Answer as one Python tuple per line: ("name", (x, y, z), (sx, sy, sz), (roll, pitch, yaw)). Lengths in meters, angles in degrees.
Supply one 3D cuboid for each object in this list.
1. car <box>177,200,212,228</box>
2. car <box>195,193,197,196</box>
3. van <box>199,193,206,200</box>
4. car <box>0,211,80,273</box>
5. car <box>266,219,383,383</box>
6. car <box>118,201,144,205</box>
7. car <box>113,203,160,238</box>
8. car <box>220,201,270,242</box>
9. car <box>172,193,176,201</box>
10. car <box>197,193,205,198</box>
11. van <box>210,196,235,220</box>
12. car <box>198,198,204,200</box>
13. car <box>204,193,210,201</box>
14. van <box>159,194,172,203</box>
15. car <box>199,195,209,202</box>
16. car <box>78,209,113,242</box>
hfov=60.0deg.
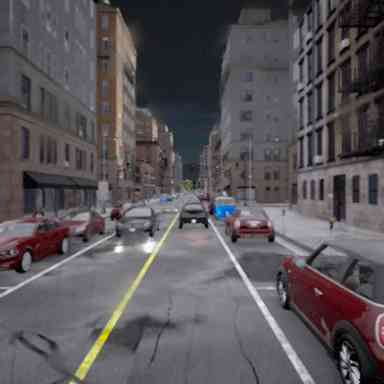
("car", (0.108, 1.478, 21.962), (1.837, 1.490, 4.892), (0, 0, 0))
("car", (2.724, 1.192, 91.665), (2.192, 1.841, 5.009), (0, 0, 0))
("van", (2.726, 1.226, 86.259), (1.690, 1.788, 3.998), (0, 0, 0))
("car", (-5.383, 1.533, 10.628), (1.887, 1.381, 4.507), (0, 0, 0))
("car", (2.639, 1.434, 5.114), (1.967, 1.590, 4.097), (0, 0, 0))
("car", (-5.376, 1.514, 27.162), (1.887, 1.381, 4.507), (0, 0, 0))
("car", (-2.756, 1.506, 17.804), (1.812, 1.442, 4.674), (0, 0, 0))
("car", (2.644, 1.422, 16.136), (1.967, 1.590, 4.097), (0, 0, 0))
("car", (-5.373, 1.467, 75.449), (1.947, 1.339, 4.313), (0, 0, 0))
("car", (2.734, 1.224, 70.040), (2.192, 1.841, 5.009), (0, 0, 0))
("van", (2.649, 1.310, 27.157), (1.690, 1.788, 3.998), (0, 0, 0))
("car", (0.081, 1.561, 33.887), (1.895, 1.301, 4.718), (0, 0, -1))
("car", (2.651, 1.276, 32.669), (2.192, 1.841, 5.009), (0, 0, 0))
("van", (-5.381, 1.258, 64.636), (1.690, 1.788, 3.998), (0, 0, 0))
("car", (2.732, 1.452, 75.446), (2.008, 1.369, 4.403), (0, 0, 0))
("car", (-5.381, 1.564, 16.139), (1.802, 1.307, 4.206), (0, 0, 0))
